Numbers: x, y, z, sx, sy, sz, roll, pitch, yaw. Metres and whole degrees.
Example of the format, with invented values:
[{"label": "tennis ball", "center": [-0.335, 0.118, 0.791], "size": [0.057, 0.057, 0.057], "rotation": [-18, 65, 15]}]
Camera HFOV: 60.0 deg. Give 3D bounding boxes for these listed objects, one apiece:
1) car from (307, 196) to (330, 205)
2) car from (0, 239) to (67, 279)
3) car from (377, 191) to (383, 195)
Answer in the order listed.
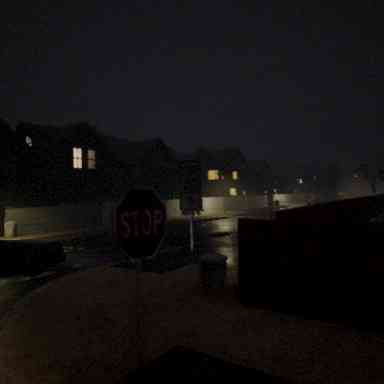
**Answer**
[{"label": "car", "center": [17.025, 1.201, 44.622], "size": [2.033, 1.411, 5.357], "rotation": [-2, -1, 35]}, {"label": "car", "center": [-5.766, 1.623, 7.820], "size": [2.033, 1.411, 5.357], "rotation": [-2, 1, 35]}, {"label": "car", "center": [47.546, 0.578, 82.788], "size": [2.097, 1.767, 4.553], "rotation": [-2, -1, 35]}]
